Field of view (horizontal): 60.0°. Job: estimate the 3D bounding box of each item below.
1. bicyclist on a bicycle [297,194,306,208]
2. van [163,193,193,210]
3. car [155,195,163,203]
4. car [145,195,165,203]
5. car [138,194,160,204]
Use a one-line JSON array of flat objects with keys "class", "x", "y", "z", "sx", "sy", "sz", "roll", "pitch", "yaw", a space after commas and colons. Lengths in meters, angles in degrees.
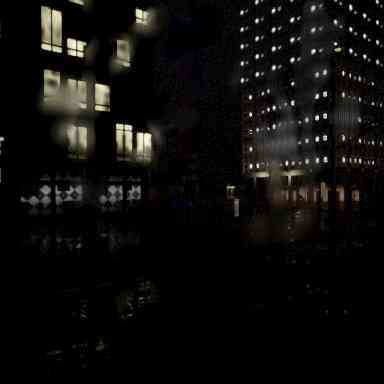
[{"class": "bicyclist on a bicycle", "x": 12.874, "y": 1.117, "z": 39.154, "sx": 1.656, "sy": 1.620, "sz": 0.582, "roll": -1, "pitch": 1, "yaw": -34}, {"class": "van", "x": -1.517, "y": 1.210, "z": 40.203, "sx": 1.690, "sy": 1.788, "sz": 3.998, "roll": 0, "pitch": 0, "yaw": -34}, {"class": "car", "x": -3.913, "y": 1.035, "z": 58.659, "sx": 2.192, "sy": 1.841, "sz": 5.009, "roll": 0, "pitch": 0, "yaw": -34}, {"class": "car", "x": -7.023, "y": 1.237, "z": 63.244, "sx": 1.887, "sy": 1.381, "sz": 4.507, "roll": 0, "pitch": 0, "yaw": -34}, {"class": "car", "x": -7.846, "y": 1.203, "z": 59.831, "sx": 1.882, "sy": 1.535, "sz": 5.008, "roll": -1, "pitch": 1, "yaw": -34}]
